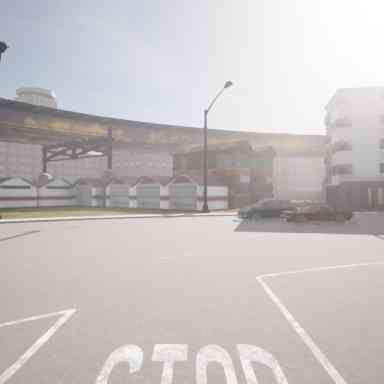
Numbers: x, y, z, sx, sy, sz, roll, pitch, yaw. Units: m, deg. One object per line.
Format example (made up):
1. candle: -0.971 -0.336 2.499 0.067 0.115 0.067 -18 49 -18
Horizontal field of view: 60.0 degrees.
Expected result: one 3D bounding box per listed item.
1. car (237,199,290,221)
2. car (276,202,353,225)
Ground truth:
1. car: 5.971 1.351 26.595 4.553 1.767 2.097 0 0 -10
2. car: 8.788 1.601 23.700 4.718 1.301 1.895 0 0 -8
